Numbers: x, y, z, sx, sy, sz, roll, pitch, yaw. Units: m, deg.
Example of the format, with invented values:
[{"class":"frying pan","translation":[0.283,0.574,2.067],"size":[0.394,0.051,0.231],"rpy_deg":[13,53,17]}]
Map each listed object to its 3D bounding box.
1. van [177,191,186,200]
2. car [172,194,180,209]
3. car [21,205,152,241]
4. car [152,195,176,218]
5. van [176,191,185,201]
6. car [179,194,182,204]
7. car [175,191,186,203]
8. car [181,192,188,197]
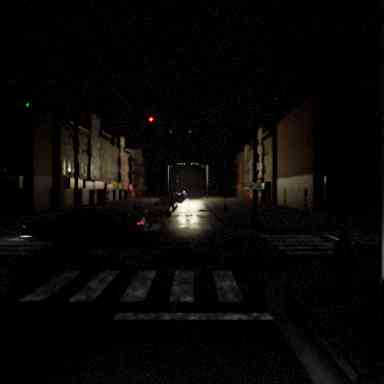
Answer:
[{"class":"van","translation":[-2.275,0.733,72.191],"size":[1.690,1.788,3.998],"rpy_deg":[0,0,0]},{"class":"car","translation":[-2.469,1.236,32.956],"size":[1.887,1.381,4.507],"rpy_deg":[0,1,0]},{"class":"car","translation":[-4.763,1.413,15.196],"size":[5.357,1.411,2.033],"rpy_deg":[0,0,0]},{"class":"car","translation":[-2.498,1.266,27.181],"size":[1.752,1.417,4.829],"rpy_deg":[0,1,0]},{"class":"van","translation":[-2.302,0.773,66.586],"size":[1.690,1.788,3.998],"rpy_deg":[0,0,0]},{"class":"car","translation":[-2.442,1.226,38.561],"size":[1.802,1.307,4.206],"rpy_deg":[0,0,0]},{"class":"car","translation":[-2.386,0.996,49.771],"size":[1.967,1.590,4.097],"rpy_deg":[0,0,0]},{"class":"car","translation":[-2.165,0.809,94.614],"size":[1.947,1.339,4.313],"rpy_deg":[0,0,0]}]
